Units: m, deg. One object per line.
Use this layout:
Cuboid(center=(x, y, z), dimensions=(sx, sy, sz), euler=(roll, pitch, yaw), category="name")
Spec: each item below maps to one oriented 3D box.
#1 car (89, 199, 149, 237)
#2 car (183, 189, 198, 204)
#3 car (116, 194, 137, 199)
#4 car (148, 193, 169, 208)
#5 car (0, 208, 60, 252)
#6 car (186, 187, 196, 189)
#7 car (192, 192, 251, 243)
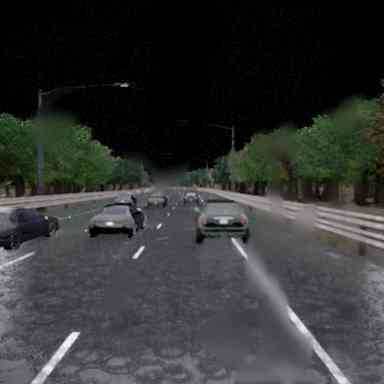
Cuboid(center=(-3.449, 1.262, 15.938), dimensions=(1.994, 1.385, 4.181), euler=(0, 1, 0), category="car")
Cuboid(center=(-0.063, 0.737, 41.862), dimensions=(1.812, 1.442, 4.674), euler=(0, 1, 2), category="car")
Cuboid(center=(-7.007, 0.894, 35.473), dimensions=(1.994, 1.385, 4.181), euler=(0, 1, 0), category="car")
Cuboid(center=(-3.506, 0.837, 34.665), dimensions=(2.128, 1.511, 4.902), euler=(0, 1, 0), category="car")
Cuboid(center=(-6.938, 1.306, 12.707), dimensions=(2.033, 1.411, 5.357), euler=(0, 1, 0), category="car")
Cuboid(center=(-0.164, 0.215, 53.621), dimensions=(2.150, 2.045, 5.566), euler=(0, 1, 0), category="car")
Cuboid(center=(1.180, 1.075, 14.532), dimensions=(2.097, 1.767, 4.553), euler=(0, 1, 0), category="car")
